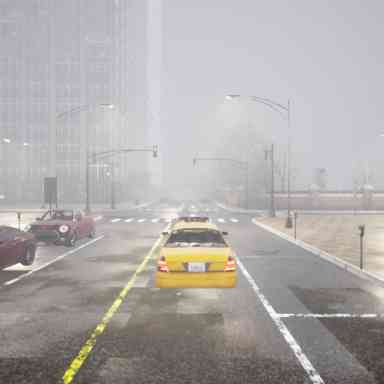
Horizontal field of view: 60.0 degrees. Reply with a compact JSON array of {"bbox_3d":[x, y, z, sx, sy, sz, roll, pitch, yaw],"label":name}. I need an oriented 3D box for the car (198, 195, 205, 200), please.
[{"bbox_3d":[2.583,1.411,91.448,1.887,1.381,4.507,0,0,0],"label":"car"}]

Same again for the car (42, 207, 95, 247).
[{"bbox_3d":[-5.708,1.433,14.617,1.967,1.590,4.097,0,0,0],"label":"car"}]

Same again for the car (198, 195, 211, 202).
[{"bbox_3d":[2.676,1.492,63.651,1.947,1.339,4.313,0,0,0],"label":"car"}]

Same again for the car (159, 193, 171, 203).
[{"bbox_3d":[-5.917,1.485,69.140,1.947,1.339,4.313,0,0,0],"label":"car"}]

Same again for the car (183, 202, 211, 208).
[{"bbox_3d":[0.093,1.535,19.390,2.033,1.411,5.357,0,0,0],"label":"car"}]

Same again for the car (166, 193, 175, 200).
[{"bbox_3d":[-5.942,1.181,91.382,2.192,1.841,5.009,0,0,0],"label":"car"}]

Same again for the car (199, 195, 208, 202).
[{"bbox_3d":[2.602,1.454,74.766,1.887,1.381,4.507,0,0,0],"label":"car"}]

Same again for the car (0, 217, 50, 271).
[{"bbox_3d":[-5.701,1.579,8.924,1.802,1.307,4.206,0,0,0],"label":"car"}]

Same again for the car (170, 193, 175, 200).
[{"bbox_3d":[-5.936,1.324,85.823,1.967,1.590,4.097,0,0,0],"label":"car"}]

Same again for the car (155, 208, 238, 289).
[{"bbox_3d":[0.088,1.454,9.127,1.801,1.575,5.366,0,0,0],"label":"car"}]

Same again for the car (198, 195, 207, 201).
[{"bbox_3d":[2.596,1.448,80.326,2.008,1.369,4.403,0,0,0],"label":"car"}]
